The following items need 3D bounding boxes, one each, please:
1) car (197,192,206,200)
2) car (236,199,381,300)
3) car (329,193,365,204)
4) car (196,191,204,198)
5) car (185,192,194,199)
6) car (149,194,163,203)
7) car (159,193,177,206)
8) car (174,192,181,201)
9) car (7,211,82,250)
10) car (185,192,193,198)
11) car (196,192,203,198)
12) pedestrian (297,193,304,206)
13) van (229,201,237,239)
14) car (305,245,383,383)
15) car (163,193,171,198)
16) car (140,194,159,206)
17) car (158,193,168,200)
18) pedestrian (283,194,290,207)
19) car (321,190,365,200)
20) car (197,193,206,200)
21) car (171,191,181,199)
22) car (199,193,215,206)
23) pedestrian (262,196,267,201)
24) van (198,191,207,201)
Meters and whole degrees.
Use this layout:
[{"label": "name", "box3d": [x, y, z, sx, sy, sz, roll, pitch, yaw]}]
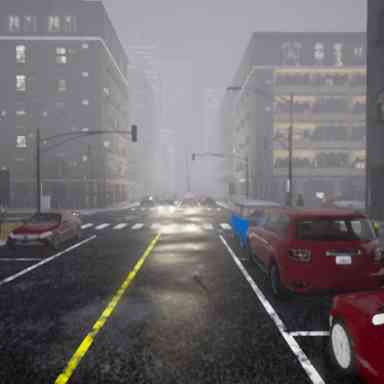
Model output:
[{"label": "car", "box3d": [2.254, 1.137, 51.621, 1.947, 1.339, 4.313, 0, 0, 0]}, {"label": "car", "box3d": [2.618, 1.245, 8.176, 2.192, 1.841, 5.009, 0, 0, 0]}, {"label": "car", "box3d": [15.655, 1.078, 30.775, 4.718, 1.301, 1.895, -1, 1, -1]}, {"label": "car", "box3d": [2.161, 1.029, 62.666, 1.887, 1.381, 4.507, 0, 0, 0]}, {"label": "car", "box3d": [-0.632, 0.901, 75.528, 1.812, 1.442, 4.674, 0, 0, 0]}, {"label": "car", "box3d": [-6.173, 1.092, 57.085, 1.947, 1.339, 4.313, 0, 0, 0]}, {"label": "car", "box3d": [-3.477, 1.211, 46.536, 1.895, 1.301, 4.718, 0, 0, 0]}, {"label": "car", "box3d": [-3.567, 1.042, 63.428, 1.994, 1.385, 4.181, 0, 0, 0]}, {"label": "car", "box3d": [-5.807, 1.464, 13.636, 1.802, 1.307, 4.206, 0, 0, 0]}, {"label": "car", "box3d": [-0.715, 0.735, 85.563, 1.895, 1.301, 4.718, 0, 0, 0]}, {"label": "car", "box3d": [1.927, 0.797, 90.451, 1.752, 1.417, 4.829, 0, 0, 0]}, {"label": "pedestrian", "box3d": [5.894, 0.986, 18.209, 0.375, 1.860, 0.375, 0, 1, 0]}, {"label": "van", "box3d": [2.572, 1.224, 13.703, 1.690, 1.788, 3.998, 0, 0, 0]}, {"label": "car", "box3d": [2.667, 1.521, 2.650, 1.887, 1.381, 4.507, 0, 0, 0]}, {"label": "car", "box3d": [-6.405, 0.895, 84.701, 1.802, 1.307, 4.206, 0, 0, 0]}, {"label": "car", "box3d": [-6.080, 1.180, 46.039, 1.947, 1.339, 4.313, 0, 0, 0]}, {"label": "car", "box3d": [-6.313, 0.943, 73.655, 1.887, 1.381, 4.507, 0, 0, 0]}, {"label": "pedestrian", "box3d": [5.481, 0.981, 18.883, 0.375, 1.860, 0.375, 0, 1, 0]}, {"label": "car", "box3d": [15.484, 0.753, 33.343, 5.009, 1.841, 2.192, -1, 2, -1]}, {"label": "car", "box3d": [2.068, 0.965, 73.713, 1.947, 1.339, 4.313, 0, 0, 0]}, {"label": "car", "box3d": [-3.653, 0.709, 78.036, 2.097, 1.767, 4.553, 0, 0, 0]}, {"label": "car", "box3d": [2.301, 1.197, 46.098, 1.802, 1.307, 4.206, 0, 0, 0]}, {"label": "pedestrian", "box3d": [4.276, 1.050, 19.475, 0.375, 1.860, 0.375, 0, 1, 0]}, {"label": "van", "box3d": [2.113, 0.783, 68.188, 1.690, 1.788, 3.998, 0, 0, 0]}]
